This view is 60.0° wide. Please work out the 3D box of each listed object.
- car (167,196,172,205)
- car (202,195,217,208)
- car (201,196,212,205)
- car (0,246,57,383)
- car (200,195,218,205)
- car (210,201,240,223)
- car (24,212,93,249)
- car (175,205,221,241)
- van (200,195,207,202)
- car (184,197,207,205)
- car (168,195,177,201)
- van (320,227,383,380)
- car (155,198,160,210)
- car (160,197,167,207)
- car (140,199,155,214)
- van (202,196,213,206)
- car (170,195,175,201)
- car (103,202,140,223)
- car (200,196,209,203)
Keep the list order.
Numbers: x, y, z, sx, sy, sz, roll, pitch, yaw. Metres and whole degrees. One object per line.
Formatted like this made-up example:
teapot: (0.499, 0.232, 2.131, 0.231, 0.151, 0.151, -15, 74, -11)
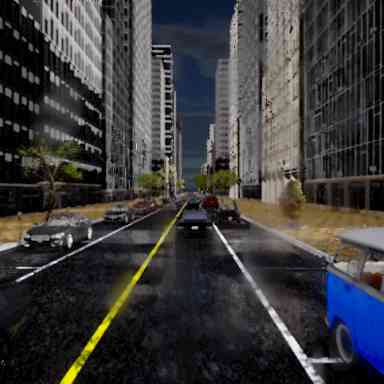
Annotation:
car: (-5.572, 1.805, 65.733, 1.947, 1.339, 4.313, -1, 0, 0)
car: (2.785, 1.514, 54.351, 2.192, 1.841, 5.009, -1, 0, 0)
car: (2.808, 1.680, 65.717, 1.967, 1.590, 4.097, -1, 0, 0)
car: (-3.096, 1.557, 2.386, 2.033, 1.411, 5.357, 0, 0, 0)
car: (2.774, 1.494, 48.667, 2.192, 1.841, 5.009, -1, 0, 0)
car: (2.733, 1.647, 25.931, 2.008, 1.369, 4.403, -1, 0, 0)
car: (-5.670, 1.605, 14.580, 2.008, 1.369, 4.403, -1, 0, 0)
car: (0.133, 1.611, 16.974, 2.033, 1.411, 5.357, 0, 0, 0)
van: (2.839, 1.640, 82.768, 1.690, 1.788, 3.998, -1, 0, 0)
car: (0.173, 1.625, 36.269, 2.128, 1.511, 4.902, 0, 0, 0)
car: (-5.519, 1.653, 94.152, 2.192, 1.841, 5.009, -1, 0, 0)
van: (2.687, 1.354, 3.198, 1.690, 1.788, 3.998, -1, 0, 0)
car: (-5.616, 1.598, 42.998, 1.967, 1.590, 4.097, -1, 0, 0)
car: (-5.594, 1.724, 54.196, 1.752, 1.417, 4.829, -1, 0, 0)
car: (-5.626, 1.719, 37.314, 1.802, 1.307, 4.206, -1, 0, 0)
van: (2.796, 1.561, 60.034, 1.690, 1.788, 3.998, -1, 0, 0)
car: (-5.550, 1.830, 77.100, 2.008, 1.369, 4.403, -1, 0, 0)
car: (-5.648, 1.647, 25.947, 2.008, 1.369, 4.403, -1, 0, 0)
car: (2.829, 1.720, 77.084, 1.967, 1.590, 4.097, -1, 0, 0)
